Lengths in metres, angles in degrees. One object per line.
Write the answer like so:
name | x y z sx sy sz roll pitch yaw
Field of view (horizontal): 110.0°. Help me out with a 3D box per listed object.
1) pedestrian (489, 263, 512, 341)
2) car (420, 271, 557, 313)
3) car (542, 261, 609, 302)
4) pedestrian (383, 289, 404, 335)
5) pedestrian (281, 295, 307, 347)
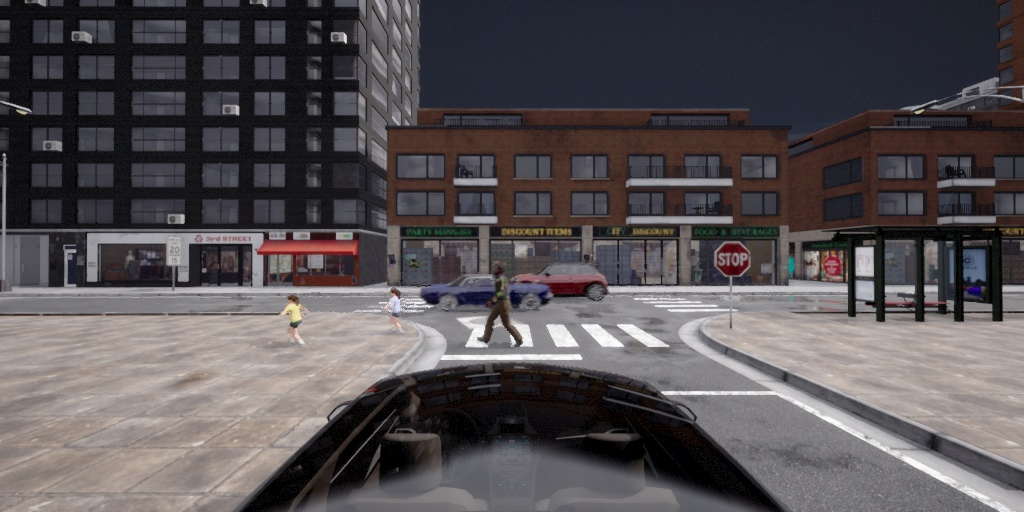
pedestrian | -0.243 1.044 7.842 0.375 1.860 0.375 0 0 0
car | -0.886 1.340 13.460 4.718 1.301 1.895 0 0 0
car | 1.993 1.103 16.428 4.553 1.767 2.097 0 0 0
pedestrian | -2.692 1.270 8.438 0.500 1.100 0.500 0 0 0
pedestrian | -4.363 1.269 7.241 0.500 1.100 0.500 0 0 0
